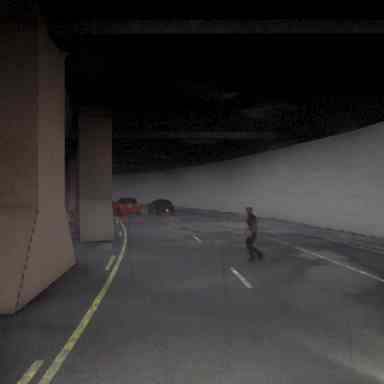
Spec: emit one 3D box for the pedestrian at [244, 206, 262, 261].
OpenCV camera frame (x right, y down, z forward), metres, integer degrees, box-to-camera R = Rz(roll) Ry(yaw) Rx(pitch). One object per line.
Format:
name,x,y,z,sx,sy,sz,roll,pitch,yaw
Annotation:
pedestrian,1.922,1.294,10.683,0.375,1.860,0.375,0,0,-7

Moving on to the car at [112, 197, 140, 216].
car,-6.569,1.352,33.000,2.097,1.767,4.553,0,0,-21

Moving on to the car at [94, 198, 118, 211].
car,-11.151,1.526,42.773,1.812,1.442,4.674,0,0,-29

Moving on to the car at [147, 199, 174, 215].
car,-3.263,1.503,34.149,1.837,1.490,4.892,0,-1,-21
